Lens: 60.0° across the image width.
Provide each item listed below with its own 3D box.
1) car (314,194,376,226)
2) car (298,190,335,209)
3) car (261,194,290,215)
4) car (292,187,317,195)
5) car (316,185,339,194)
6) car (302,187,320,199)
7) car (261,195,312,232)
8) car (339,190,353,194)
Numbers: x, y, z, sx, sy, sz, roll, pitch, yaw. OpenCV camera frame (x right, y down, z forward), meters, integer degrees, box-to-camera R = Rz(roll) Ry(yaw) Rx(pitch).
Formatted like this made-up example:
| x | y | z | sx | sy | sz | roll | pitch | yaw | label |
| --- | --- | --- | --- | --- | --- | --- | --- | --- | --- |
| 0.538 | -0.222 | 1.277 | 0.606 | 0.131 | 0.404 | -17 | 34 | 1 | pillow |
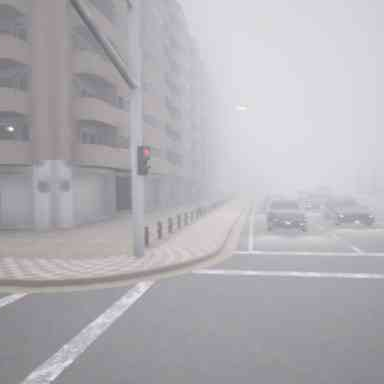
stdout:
| x | y | z | sx | sy | sz | roll | pitch | yaw | label |
| --- | --- | --- | --- | --- | --- | --- | --- | --- | --- |
| 8.631 | 1.048 | 18.969 | 2.033 | 1.411 | 5.357 | -1 | 1 | 11 | car |
| 10.581 | 0.822 | 28.615 | 1.837 | 1.490 | 4.892 | -1 | 1 | 12 | car |
| 6.795 | 0.957 | 27.635 | 2.033 | 1.411 | 5.357 | -1 | 1 | 11 | car |
| 12.633 | 0.481 | 38.369 | 2.097 | 1.767 | 4.553 | -1 | 1 | 12 | car |
| 17.418 | 0.163 | 44.327 | 2.150 | 2.045 | 5.566 | -1 | 1 | 12 | car |
| 19.494 | 0.099 | 54.530 | 2.097 | 1.767 | 4.553 | -1 | 1 | 12 | car |
| 4.755 | 1.111 | 17.267 | 1.837 | 1.490 | 4.892 | -1 | 1 | 11 | car |
| 21.763 | 0.399 | 47.929 | 1.895 | 1.301 | 4.718 | -1 | 1 | 12 | car |
